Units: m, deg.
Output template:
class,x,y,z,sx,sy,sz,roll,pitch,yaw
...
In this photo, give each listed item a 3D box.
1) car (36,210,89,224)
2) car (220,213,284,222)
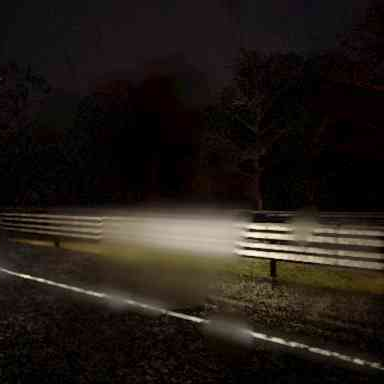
class,x,y,z,sx,sy,sz,roll,pitch,yaw
car,-9.717,2.107,25.266,4.181,1.385,1.994,0,0,21
car,3.430,2.055,20.770,4.674,1.442,1.812,0,0,18
